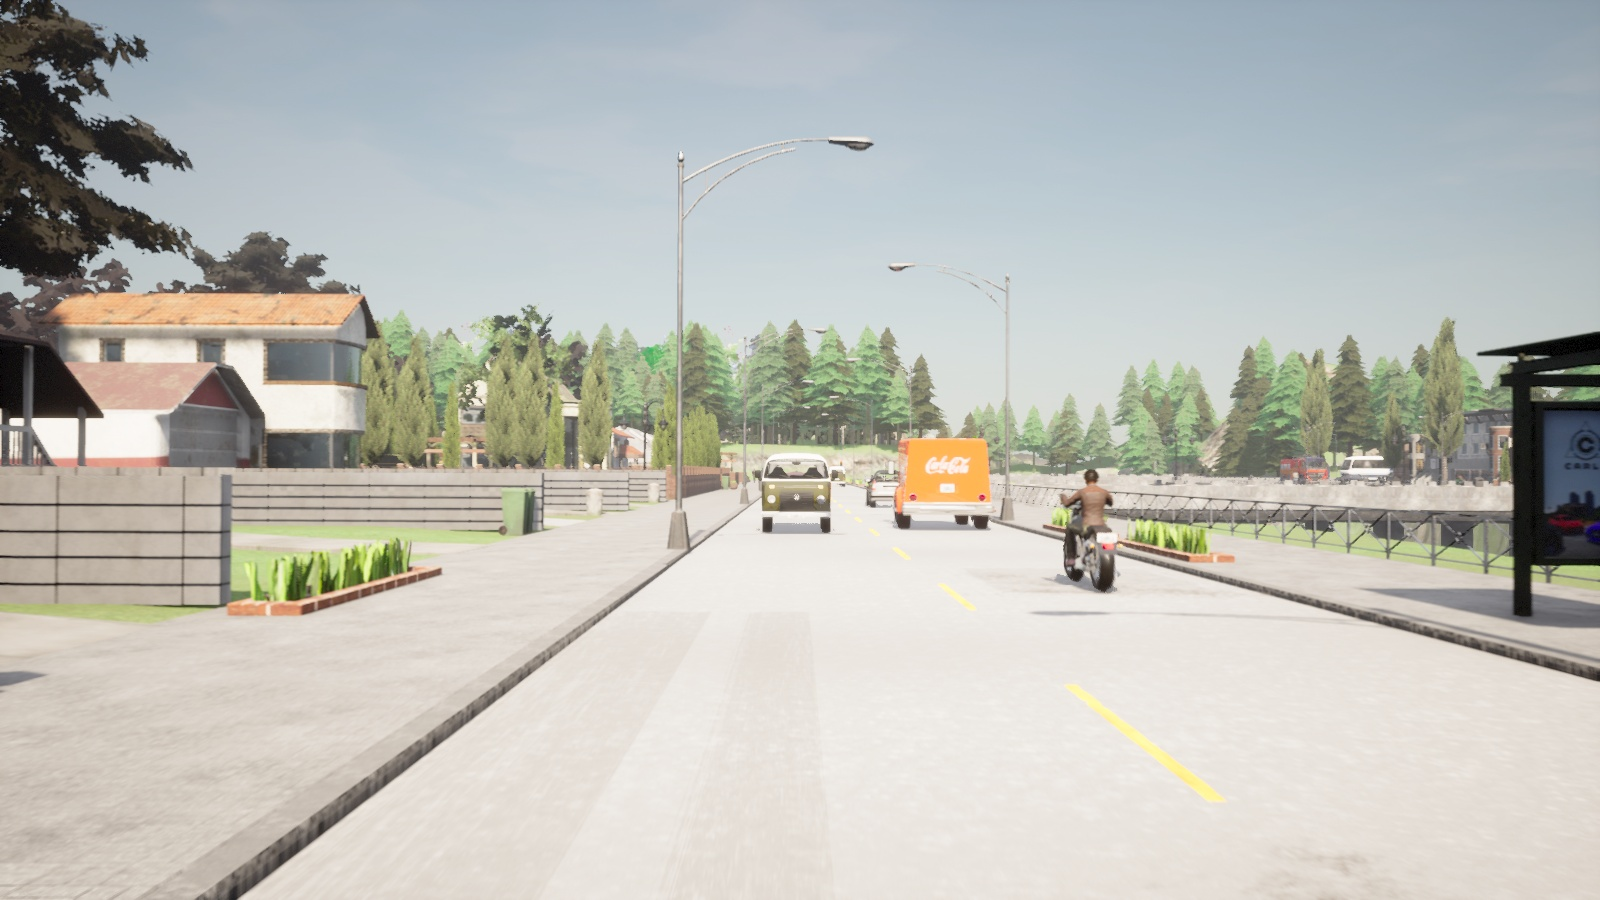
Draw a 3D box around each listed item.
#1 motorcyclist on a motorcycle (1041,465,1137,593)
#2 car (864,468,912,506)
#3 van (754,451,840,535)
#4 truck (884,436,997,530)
[{"bbox_3d":[3.955,1.040,17.389,0.766,1.649,2.350,0,-1,0],"label":"motorcyclist on a motorcycle"},{"bbox_3d":[3.857,1.629,55.653,1.851,1.617,3.988,0,-1,0],"label":"car"},{"bbox_3d":[-0.085,1.086,32.710,2.069,2.038,4.480,0,-1,0],"label":"van"},{"bbox_3d":[3.906,0.914,35.923,2.627,2.467,5.204,0,-1,0],"label":"truck"}]
